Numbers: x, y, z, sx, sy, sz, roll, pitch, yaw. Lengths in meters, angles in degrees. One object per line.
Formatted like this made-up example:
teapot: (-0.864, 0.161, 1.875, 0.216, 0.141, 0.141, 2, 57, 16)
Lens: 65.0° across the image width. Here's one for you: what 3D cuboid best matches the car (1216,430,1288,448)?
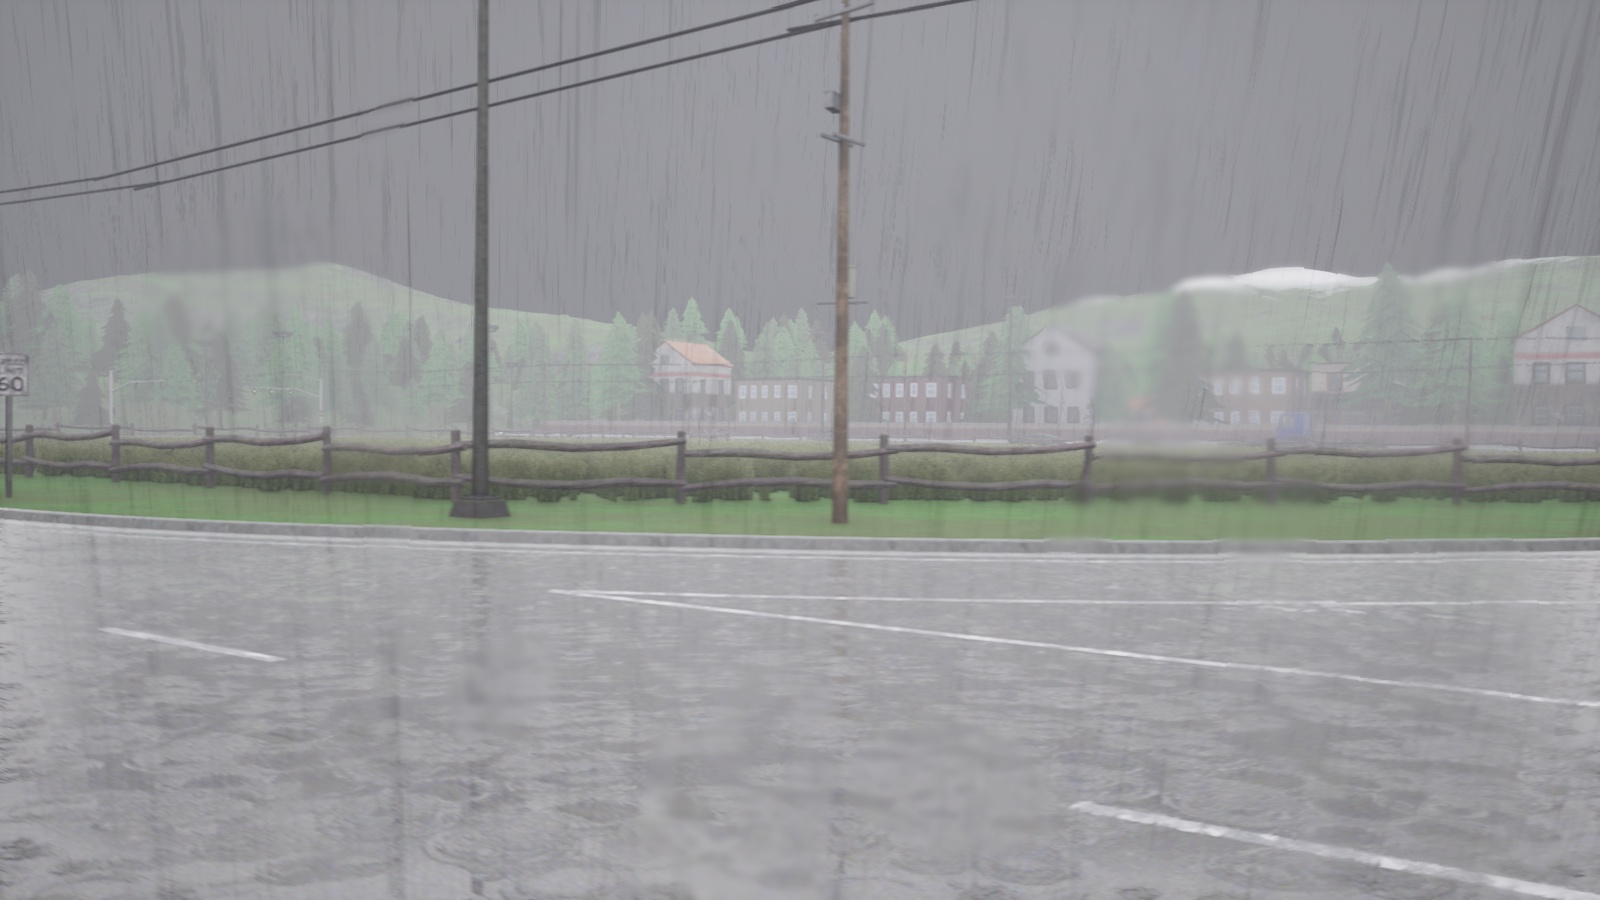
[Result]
car: (33.459, -0.792, 92.999, 4.718, 1.301, 1.895, 0, 1, 34)
